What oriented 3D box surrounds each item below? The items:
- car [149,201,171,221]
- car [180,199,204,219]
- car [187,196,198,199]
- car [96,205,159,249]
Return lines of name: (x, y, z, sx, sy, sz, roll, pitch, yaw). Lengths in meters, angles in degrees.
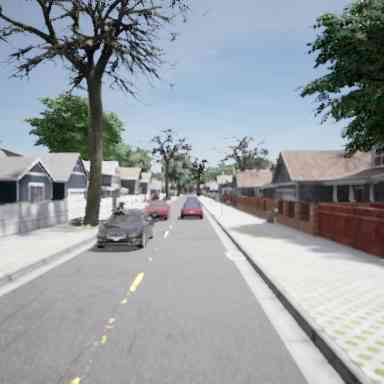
car: (-2.779, 1.496, 27.511, 1.882, 1.535, 5.008, 0, 0, 0)
car: (0.021, 1.583, 29.319, 1.994, 1.385, 4.181, 0, 0, 1)
car: (0.052, 1.375, 44.327, 2.097, 1.767, 4.553, 0, 0, 0)
car: (-2.773, 1.519, 14.655, 1.837, 1.490, 4.892, 0, -1, 0)
